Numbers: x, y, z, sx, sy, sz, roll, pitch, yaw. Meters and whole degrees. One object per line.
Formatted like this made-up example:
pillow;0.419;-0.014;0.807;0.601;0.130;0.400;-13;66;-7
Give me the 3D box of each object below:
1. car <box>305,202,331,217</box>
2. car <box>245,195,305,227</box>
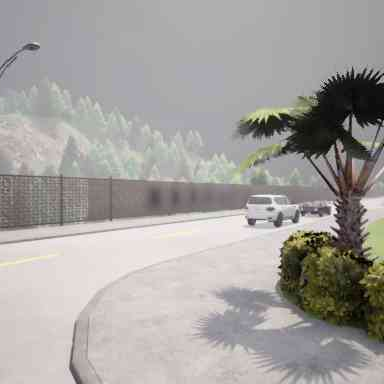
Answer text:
car;11.779;1.602;31.592;1.895;1.301;4.718;0;0;35
car;5.660;1.222;23.040;2.150;2.045;5.566;0;0;36
